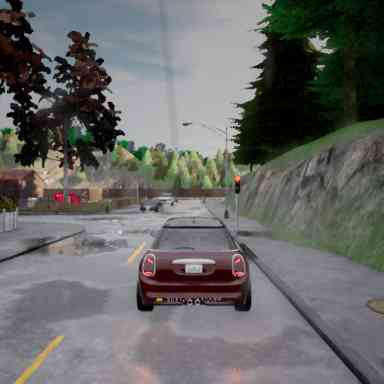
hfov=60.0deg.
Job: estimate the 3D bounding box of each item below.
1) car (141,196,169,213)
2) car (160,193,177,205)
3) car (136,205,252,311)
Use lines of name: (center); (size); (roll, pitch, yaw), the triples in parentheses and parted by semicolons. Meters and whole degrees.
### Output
car: (-4.329, 1.492, 36.802); (2.128, 1.511, 4.902); (0, 0, 6)
car: (-4.085, 1.222, 52.933); (2.150, 2.045, 5.566); (0, 0, 0)
car: (0.055, 1.352, 7.910); (2.097, 1.767, 4.553); (0, 0, 1)
